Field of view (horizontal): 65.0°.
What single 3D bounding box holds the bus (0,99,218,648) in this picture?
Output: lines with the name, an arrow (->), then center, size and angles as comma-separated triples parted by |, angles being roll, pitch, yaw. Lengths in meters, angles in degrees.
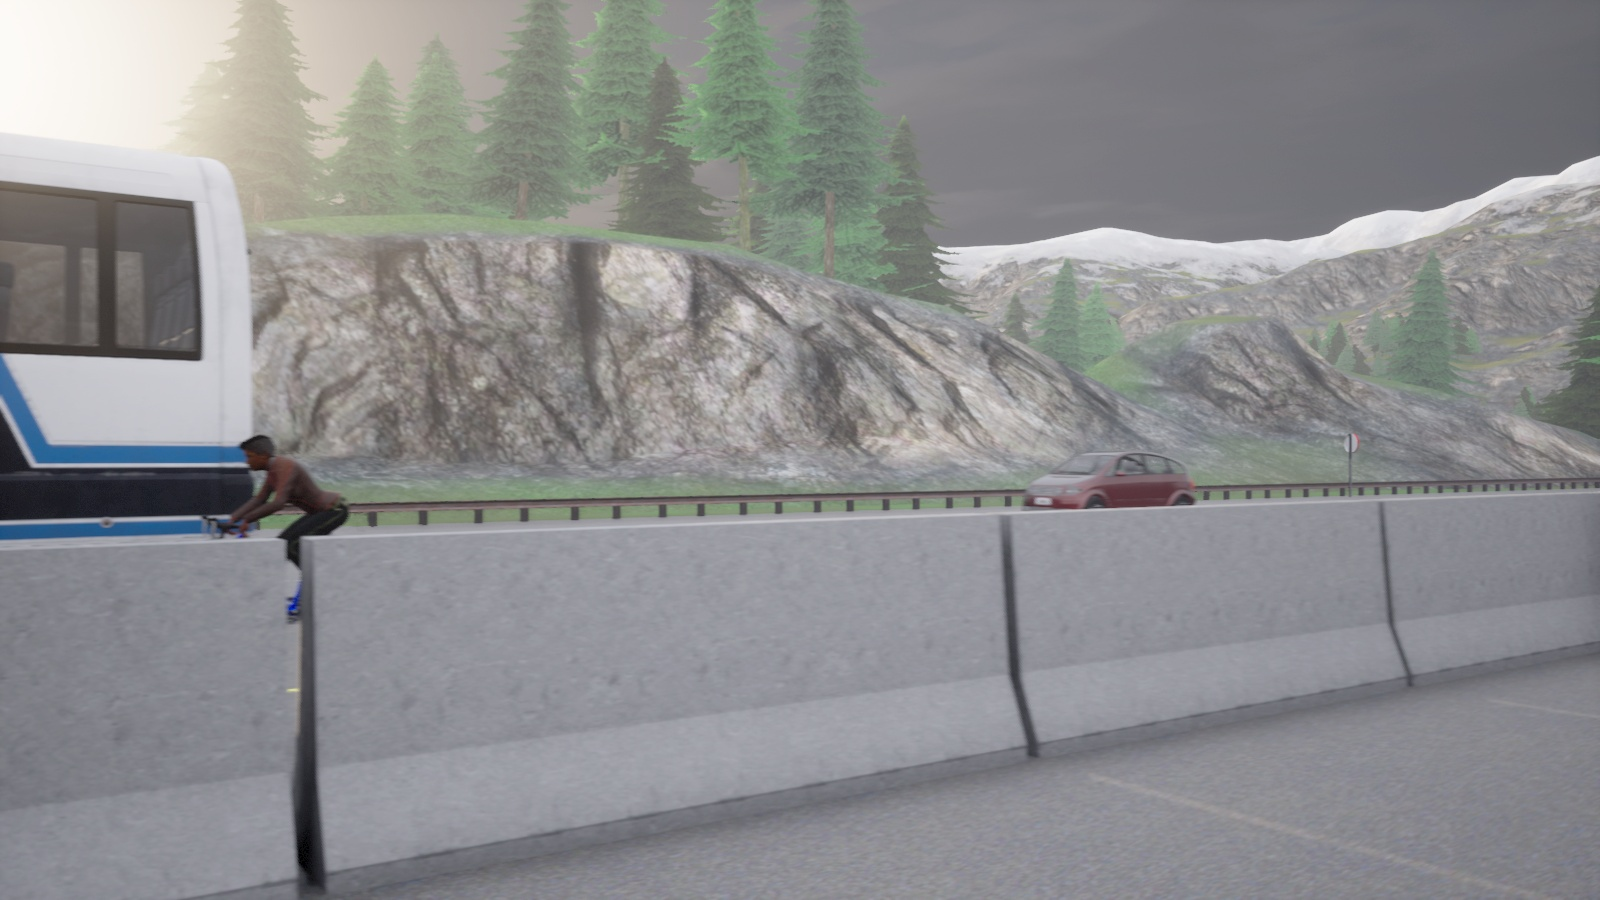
bus -> -10.269, -0.587, 9.309 | 10.273, 4.253, 3.944 | 0, 0, -35

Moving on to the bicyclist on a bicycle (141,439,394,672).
bicyclist on a bicycle -> -3.973, 0.729, 9.422 | 1.656, 1.620, 0.582 | 0, 0, -35

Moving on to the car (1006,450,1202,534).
car -> 6.060, 0.772, 24.934 | 3.705, 1.549, 1.789 | 0, 0, -35
